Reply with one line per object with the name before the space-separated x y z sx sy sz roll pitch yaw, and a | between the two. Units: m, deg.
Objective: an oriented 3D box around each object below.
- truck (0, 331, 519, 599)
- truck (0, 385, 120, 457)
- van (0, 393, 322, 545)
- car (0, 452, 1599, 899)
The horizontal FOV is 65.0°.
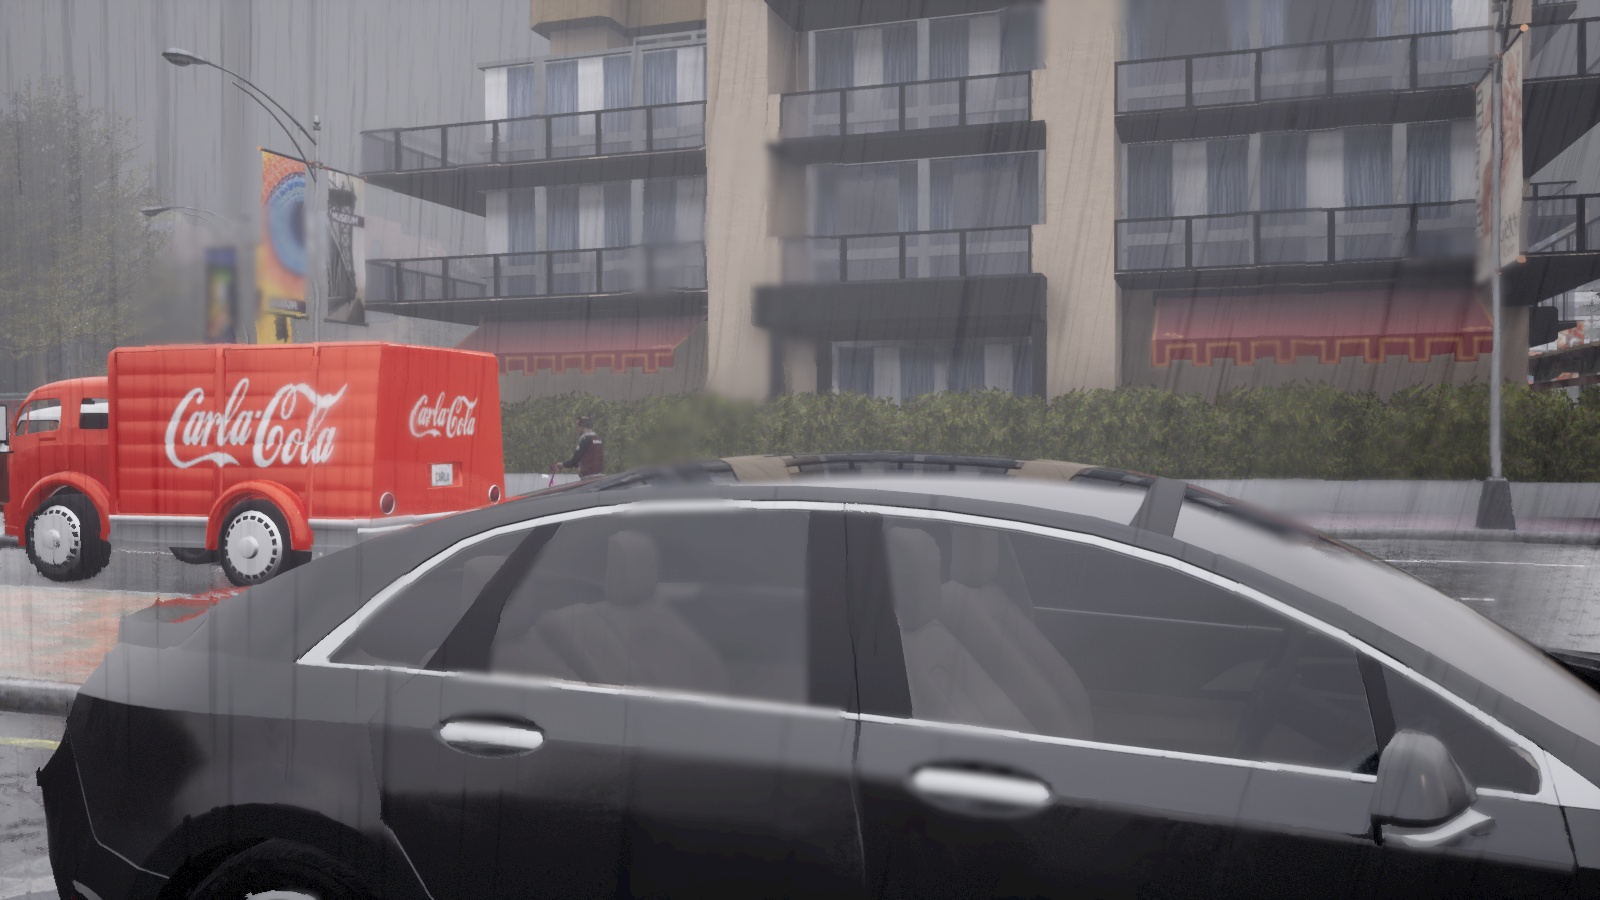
truck | -6.039 0.099 13.653 5.204 2.467 2.627 1 1 19
truck | -42.201 -1.612 69.671 8.468 3.827 2.891 1 1 19
van | -9.596 0.218 18.508 4.480 2.038 2.069 1 1 19
car | 0.540 0.785 3.011 4.892 1.490 1.837 1 1 19
